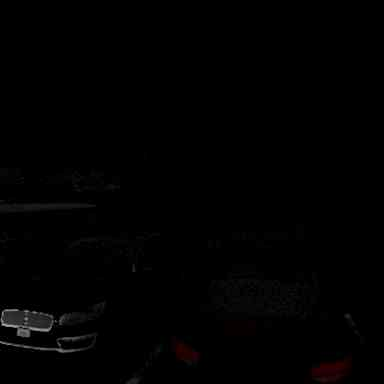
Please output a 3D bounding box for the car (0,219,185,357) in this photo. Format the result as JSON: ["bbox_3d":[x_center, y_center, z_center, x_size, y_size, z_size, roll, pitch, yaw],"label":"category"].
[{"bbox_3d":[-1.438,1.488,6.425,2.231,1.521,4.892,1,-1,15],"label":"car"}]

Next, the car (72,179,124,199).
[{"bbox_3d":[-10.001,-0.314,34.987,5.566,2.045,2.435,1,6,9],"label":"car"}]

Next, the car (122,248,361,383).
[{"bbox_3d":[1.027,1.523,4.683,2.002,1.452,4.674,0,-1,15],"label":"car"}]

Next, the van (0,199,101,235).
[{"bbox_3d":[-3.950,1.263,8.028,1.878,1.987,4.442,0,-1,14],"label":"van"}]

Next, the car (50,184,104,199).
[{"bbox_3d":[-11.466,0.260,32.377,4.674,1.452,2.002,1,6,9],"label":"car"}]

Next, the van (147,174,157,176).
[{"bbox_3d":[-4.357,-1.427,45.553,4.442,1.987,1.878,0,6,9],"label":"van"}]

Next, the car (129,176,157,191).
[{"bbox_3d":[-5.693,-0.917,42.930,4.892,1.521,2.231,1,6,9],"label":"car"}]
